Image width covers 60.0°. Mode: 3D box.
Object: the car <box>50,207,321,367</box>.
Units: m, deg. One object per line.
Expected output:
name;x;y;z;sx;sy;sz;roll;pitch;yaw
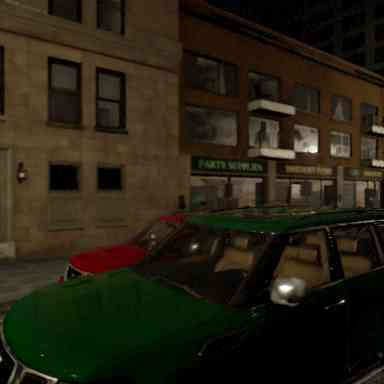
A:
car;0.093;1.318;6.599;5.009;1.841;2.192;0;0;-35

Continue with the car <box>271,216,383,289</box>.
car;4.594;1.557;9.806;4.403;1.369;2.008;0;0;-35

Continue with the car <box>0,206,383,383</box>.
car;0.786;1.225;3.922;5.566;2.045;2.150;0;0;-35
